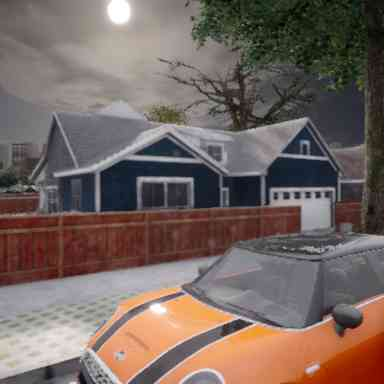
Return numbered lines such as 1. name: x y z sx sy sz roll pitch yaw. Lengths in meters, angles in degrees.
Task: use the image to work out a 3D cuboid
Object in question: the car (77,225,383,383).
1. car: 1.094 1.351 3.854 4.553 1.767 2.097 0 0 -35
